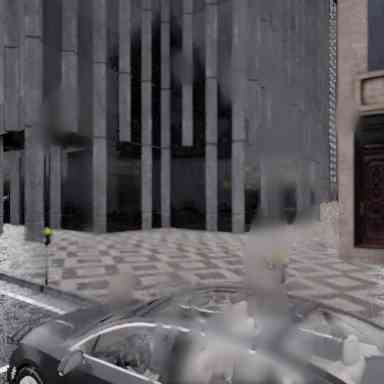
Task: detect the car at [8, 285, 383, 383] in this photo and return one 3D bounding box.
[{"bbox_3d":[0.103,1.552,2.891,4.403,1.369,2.008,0,0,35],"label":"car"}]
